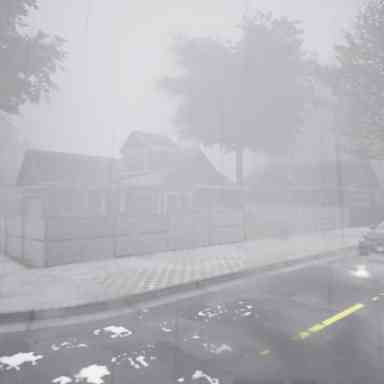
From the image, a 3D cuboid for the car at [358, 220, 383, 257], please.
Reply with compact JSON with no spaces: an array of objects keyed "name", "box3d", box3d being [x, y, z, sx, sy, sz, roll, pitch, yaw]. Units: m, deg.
[{"name":"car","box3d":[8.357,1.792,13.297,4.674,1.442,1.812,2,-2,-42]}]
